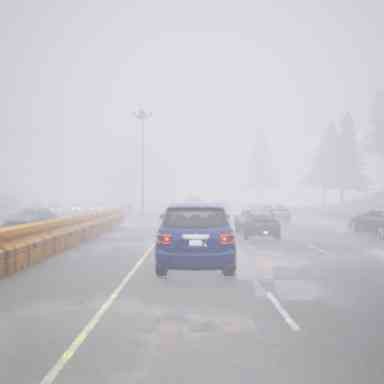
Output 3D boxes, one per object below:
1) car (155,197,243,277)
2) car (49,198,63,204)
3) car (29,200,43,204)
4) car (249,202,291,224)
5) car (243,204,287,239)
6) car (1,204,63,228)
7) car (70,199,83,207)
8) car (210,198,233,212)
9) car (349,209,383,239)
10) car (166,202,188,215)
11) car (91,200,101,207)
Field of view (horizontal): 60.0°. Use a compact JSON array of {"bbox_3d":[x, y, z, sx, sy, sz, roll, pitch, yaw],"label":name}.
[{"bbox_3d":[0.092,1.327,10.705,2.150,2.045,5.566,0,0,0],"label":"car"},{"bbox_3d":[-24.943,1.931,61.167,2.097,1.767,4.553,0,-1,-17],"label":"car"},{"bbox_3d":[-28.528,2.136,60.963,1.994,1.385,4.181,0,-1,-18],"label":"car"},{"bbox_3d":[6.558,1.750,27.502,2.128,1.511,4.902,0,-1,-4],"label":"car"},{"bbox_3d":[3.491,1.681,18.366,1.837,1.490,4.892,0,0,-1],"label":"car"},{"bbox_3d":[-10.840,1.763,22.769,2.033,1.411,5.357,0,-1,-3],"label":"car"},{"bbox_3d":[-21.654,2.089,62.416,2.128,1.511,4.902,0,-1,-17],"label":"car"},{"bbox_3d":[4.024,1.797,46.871,2.097,1.767,4.553,0,0,-10],"label":"car"},{"bbox_3d":[10.488,1.681,18.300,1.837,1.490,4.892,0,0,-1],"label":"car"},{"bbox_3d":[-1.887,1.931,40.479,2.033,1.411,5.357,0,-1,-9],"label":"car"},{"bbox_3d":[-18.482,2.206,64.063,1.895,1.301,4.718,0,-1,-18],"label":"car"}]
